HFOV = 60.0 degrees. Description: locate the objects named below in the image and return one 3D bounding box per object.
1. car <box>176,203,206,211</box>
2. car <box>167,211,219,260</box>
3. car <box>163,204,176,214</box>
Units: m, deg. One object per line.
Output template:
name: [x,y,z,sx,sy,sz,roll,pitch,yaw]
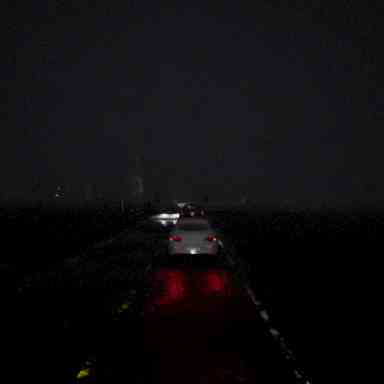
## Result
car: [0.044,1.726,27.273,2.097,1.767,4.553,0,-1,0]
car: [0.048,1.707,13.036,1.812,1.442,4.674,0,-1,0]
car: [-2.792,2.210,44.745,1.895,1.301,4.718,0,-1,1]
